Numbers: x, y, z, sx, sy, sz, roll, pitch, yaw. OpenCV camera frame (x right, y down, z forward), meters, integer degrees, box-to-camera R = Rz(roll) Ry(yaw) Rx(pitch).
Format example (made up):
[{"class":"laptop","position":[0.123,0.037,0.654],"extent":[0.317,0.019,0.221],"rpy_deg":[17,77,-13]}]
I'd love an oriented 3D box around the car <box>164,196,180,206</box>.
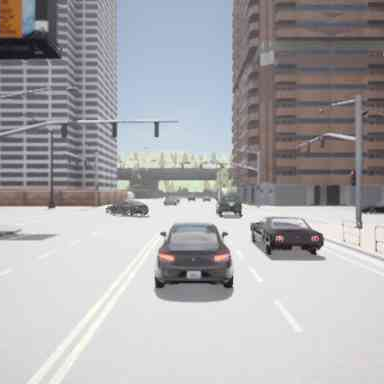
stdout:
[{"class":"car","position":[-3.595,1.444,56.083],"extent":[2.097,1.767,4.553],"rpy_deg":[0,0,0]}]

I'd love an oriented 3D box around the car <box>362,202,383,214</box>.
[{"class":"car","position":[19.936,1.656,34.635],"extent":[4.718,1.301,1.895],"rpy_deg":[0,0,1]}]

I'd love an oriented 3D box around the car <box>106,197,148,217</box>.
[{"class":"car","position":[-6.263,1.558,31.927],"extent":[4.892,1.490,1.837],"rpy_deg":[0,-2,40]}]

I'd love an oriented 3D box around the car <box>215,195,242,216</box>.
[{"class":"car","position":[3.575,1.275,32.726],"extent":[2.150,2.045,5.566],"rpy_deg":[0,0,0]}]

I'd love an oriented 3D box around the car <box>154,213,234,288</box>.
[{"class":"car","position":[0.055,1.541,9.145],"extent":[1.812,1.442,4.674],"rpy_deg":[0,0,0]}]

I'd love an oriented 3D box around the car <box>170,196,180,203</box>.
[{"class":"car","position":[-3.543,1.595,71.294],"extent":[1.882,1.535,5.008],"rpy_deg":[0,0,0]}]

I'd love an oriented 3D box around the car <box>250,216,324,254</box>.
[{"class":"car","position":[3.593,1.623,13.515],"extent":[1.895,1.301,4.718],"rpy_deg":[0,0,1]}]

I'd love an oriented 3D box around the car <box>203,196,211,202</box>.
[{"class":"car","position":[3.453,1.592,78.191],"extent":[2.033,1.411,5.357],"rpy_deg":[0,0,0]}]

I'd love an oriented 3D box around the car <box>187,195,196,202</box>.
[{"class":"car","position":[-0.047,1.554,78.188],"extent":[1.837,1.490,4.892],"rpy_deg":[0,0,0]}]
